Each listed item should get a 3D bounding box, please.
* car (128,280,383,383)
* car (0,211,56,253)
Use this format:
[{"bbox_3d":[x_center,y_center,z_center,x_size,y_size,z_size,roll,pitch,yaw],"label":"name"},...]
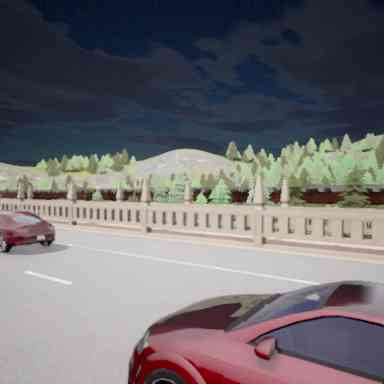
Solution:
[{"bbox_3d":[1.392,1.563,2.988,4.181,1.385,1.994,0,0,36],"label":"car"},{"bbox_3d":[-7.446,1.516,13.609,4.674,1.442,1.812,0,0,36],"label":"car"}]
